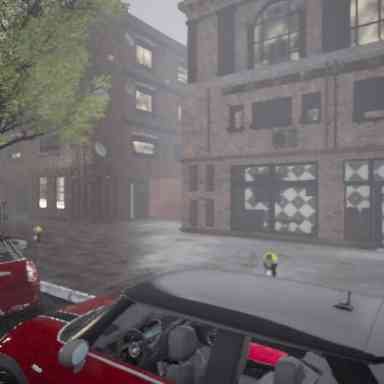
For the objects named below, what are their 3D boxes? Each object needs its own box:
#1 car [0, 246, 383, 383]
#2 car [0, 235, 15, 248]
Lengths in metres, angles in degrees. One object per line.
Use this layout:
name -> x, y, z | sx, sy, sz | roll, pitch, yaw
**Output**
car -> -0.050, 1.436, 2.910 | 4.097, 1.590, 1.967 | 0, 0, 36
car -> -4.687, 1.423, 6.218 | 4.097, 1.590, 1.967 | 0, 0, 36
